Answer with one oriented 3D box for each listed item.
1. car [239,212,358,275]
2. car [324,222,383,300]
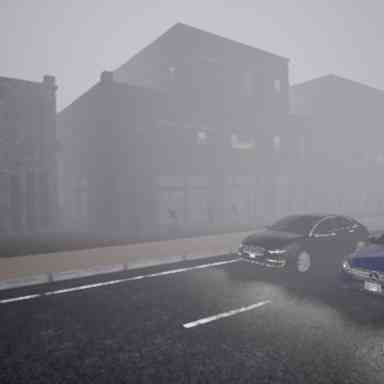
[{"bbox_3d":[3.578,1.415,10.233,4.892,1.490,1.837,-1,0,-36],"label":"car"},{"bbox_3d":[5.175,1.439,7.381,4.674,1.442,1.812,-1,0,-36],"label":"car"}]
